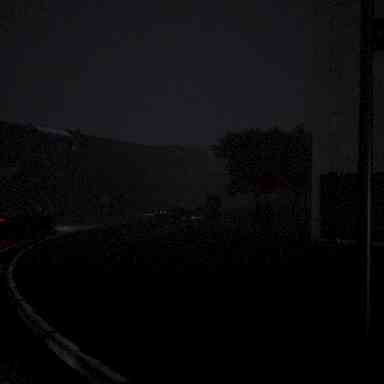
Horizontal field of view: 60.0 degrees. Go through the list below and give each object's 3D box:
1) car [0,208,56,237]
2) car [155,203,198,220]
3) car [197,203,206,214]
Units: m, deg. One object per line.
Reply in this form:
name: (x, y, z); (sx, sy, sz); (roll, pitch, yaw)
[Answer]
car: (-9.754, 1.700, 19.432); (1.882, 1.535, 5.008); (0, -1, 2)
car: (-1.910, 2.298, 37.112); (2.033, 1.411, 5.357); (1, -1, 33)
car: (0.564, 2.400, 47.708); (2.097, 1.767, 4.553); (1, -2, 33)
